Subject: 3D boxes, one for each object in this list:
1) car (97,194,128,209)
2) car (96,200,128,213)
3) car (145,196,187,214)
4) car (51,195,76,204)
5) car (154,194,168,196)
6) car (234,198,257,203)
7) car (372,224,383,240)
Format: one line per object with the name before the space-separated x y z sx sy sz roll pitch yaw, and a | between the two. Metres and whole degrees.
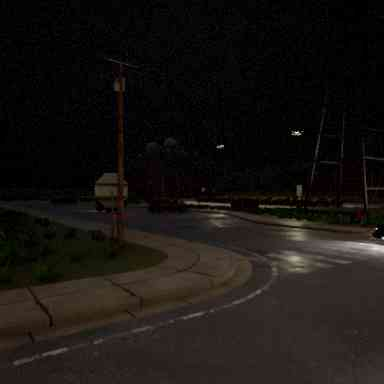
car | -11.047 1.302 46.259 3.866 1.878 1.905 0 0 -36
car | -9.086 1.517 36.927 1.812 1.442 4.674 0 0 -37
car | -2.629 1.494 35.712 4.193 1.474 1.816 0 0 -36
car | -25.337 1.469 65.797 4.611 1.667 2.242 0 0 -36
car | -6.365 1.290 62.309 4.605 1.855 1.932 0 0 -36
car | 7.051 1.500 44.270 3.905 1.438 1.784 0 0 -36
car | 10.632 1.537 13.998 5.357 1.411 2.033 0 0 -4
